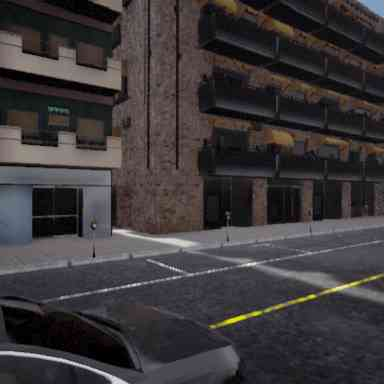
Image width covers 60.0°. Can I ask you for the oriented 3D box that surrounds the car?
[{"bbox_3d":[-1.704,1.503,2.218,4.892,1.490,1.837,0,0,-36],"label":"car"}]
